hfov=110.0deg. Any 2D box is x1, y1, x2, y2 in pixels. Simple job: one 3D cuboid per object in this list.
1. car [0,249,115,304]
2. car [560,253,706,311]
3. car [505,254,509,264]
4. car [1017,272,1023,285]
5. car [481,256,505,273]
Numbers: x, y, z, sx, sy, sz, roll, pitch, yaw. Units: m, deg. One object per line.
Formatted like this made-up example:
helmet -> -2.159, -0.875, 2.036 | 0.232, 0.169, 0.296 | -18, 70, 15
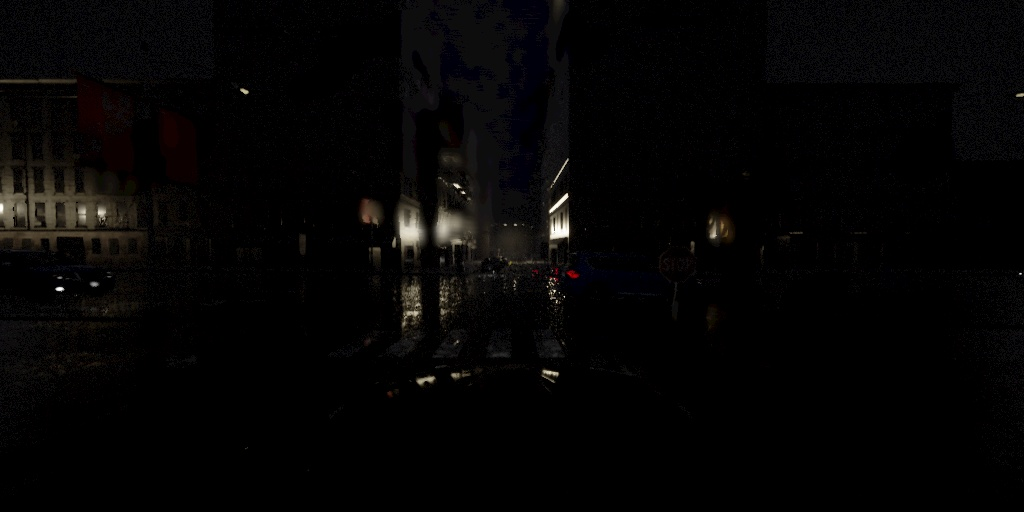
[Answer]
car -> -19.779, 0.765, 14.604 | 5.566, 2.045, 2.150 | 1, 2, 0
car -> 4.771, 0.944, 14.581 | 5.566, 2.045, 2.150 | 2, 1, 0
car -> -1.995, 0.838, 51.837 | 2.128, 1.511, 4.902 | 0, 1, 1
car -> 32.983, 1.063, 21.103 | 4.674, 1.442, 1.812 | 0, 2, 0
car -> -2.169, 0.959, 38.315 | 2.128, 1.511, 4.902 | 0, 1, 1
